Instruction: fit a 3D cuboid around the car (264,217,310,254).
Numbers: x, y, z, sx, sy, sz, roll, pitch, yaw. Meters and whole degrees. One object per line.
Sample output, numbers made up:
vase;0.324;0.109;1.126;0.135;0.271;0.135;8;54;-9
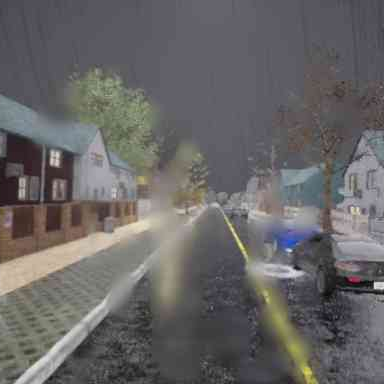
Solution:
car;4.503;1.865;15.166;1.882;1.535;5.008;2;-1;4

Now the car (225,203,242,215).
car;6.039;2.511;48.910;2.128;1.511;4.902;2;-1;4

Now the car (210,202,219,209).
car;4.861;2.951;71.502;1.812;1.442;4.674;2;-1;4

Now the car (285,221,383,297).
car;4.082;1.812;9.180;1.812;1.442;4.674;2;-1;4

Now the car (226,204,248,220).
car;5.289;2.272;37.615;2.128;1.511;4.902;2;-1;5
